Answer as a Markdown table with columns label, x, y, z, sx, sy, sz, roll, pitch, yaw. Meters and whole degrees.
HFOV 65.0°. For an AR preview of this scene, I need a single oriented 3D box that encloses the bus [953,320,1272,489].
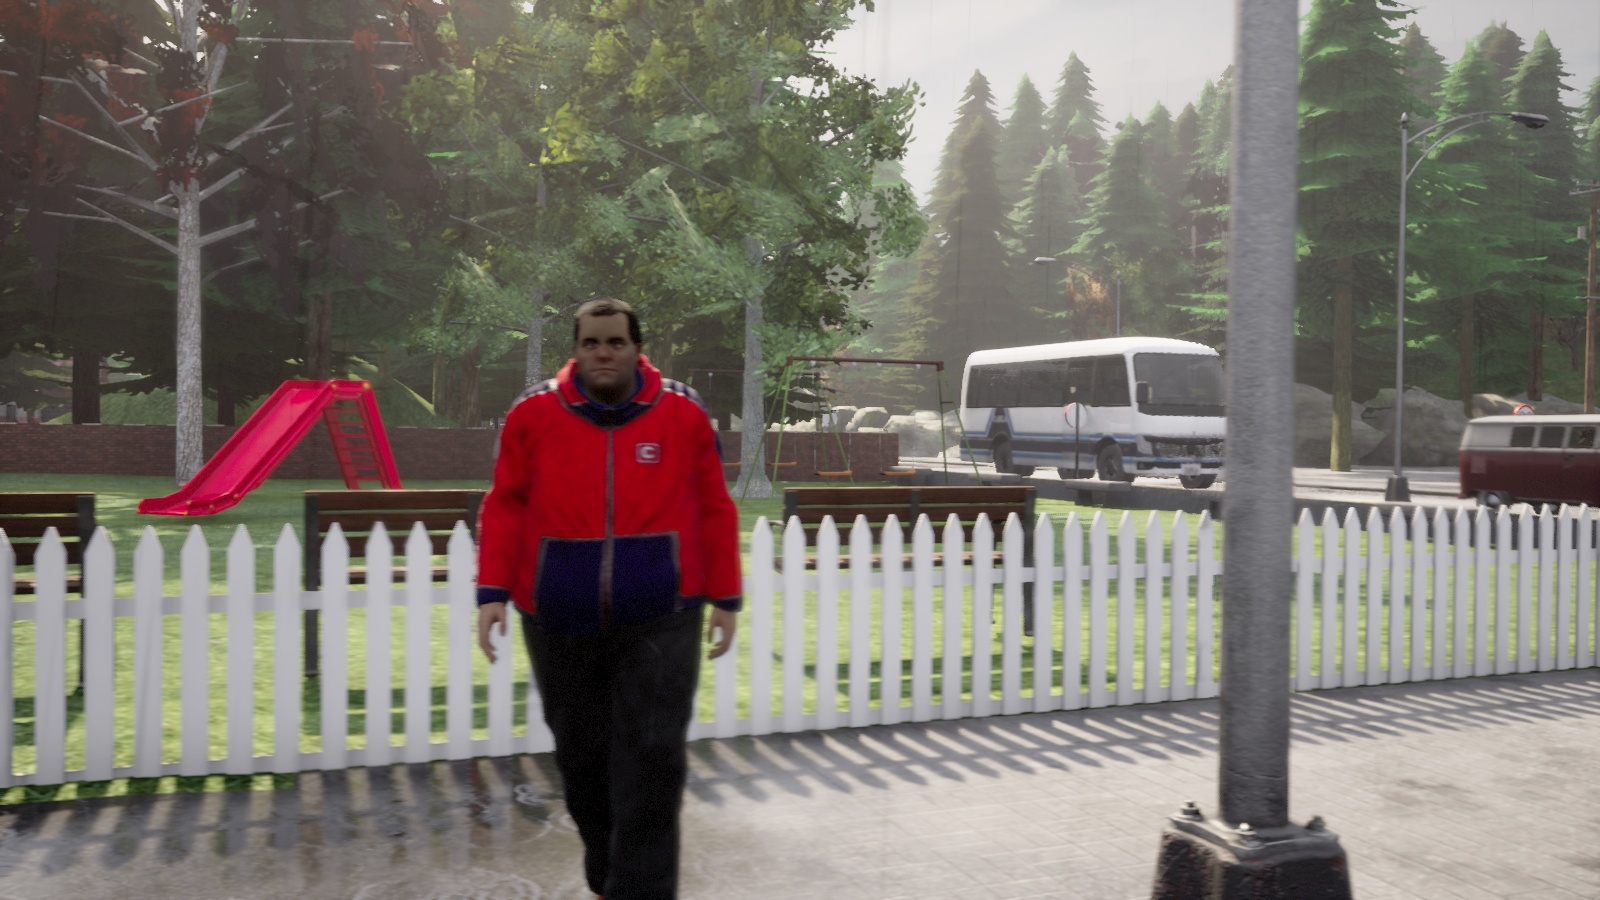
| label | x | y | z | sx | sy | sz | roll | pitch | yaw |
| --- | --- | --- | --- | --- | --- | --- | --- | --- | --- |
| bus | 8.678 | -1.259 | 36.954 | 3.944 | 4.253 | 10.273 | -1 | 1 | -21 |

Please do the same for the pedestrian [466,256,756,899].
| label | x | y | z | sx | sy | sz | roll | pitch | yaw |
| --- | --- | --- | --- | --- | --- | --- | --- | --- | --- |
| pedestrian | -0.465 | 0.458 | 3.443 | 0.634 | 1.844 | 0.899 | -1 | 1 | 0 |

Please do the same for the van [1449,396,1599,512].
| label | x | y | z | sx | sy | sz | roll | pitch | yaw |
| --- | --- | --- | --- | --- | --- | --- | --- | --- | --- |
| van | 14.198 | 0.045 | 22.569 | 1.775 | 1.987 | 4.442 | -1 | 1 | -21 |
